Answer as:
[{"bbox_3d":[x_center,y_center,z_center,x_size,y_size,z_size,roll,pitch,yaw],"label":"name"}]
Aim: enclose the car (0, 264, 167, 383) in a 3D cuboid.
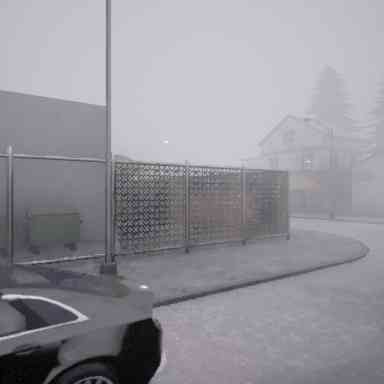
[{"bbox_3d":[-2.568,1.491,2.777,4.902,1.511,2.128,0,0,-35],"label":"car"}]
